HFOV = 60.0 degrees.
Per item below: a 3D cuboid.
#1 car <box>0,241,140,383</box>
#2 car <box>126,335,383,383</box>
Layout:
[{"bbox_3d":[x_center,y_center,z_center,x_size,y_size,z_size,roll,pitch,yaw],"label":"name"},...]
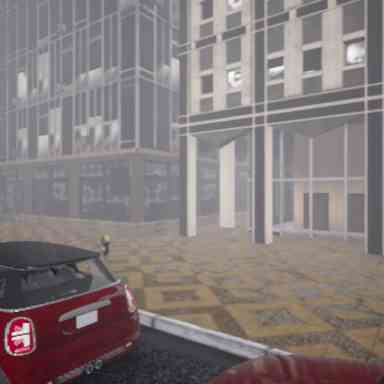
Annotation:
[{"bbox_3d":[-2.749,1.441,4.835,4.097,1.590,1.967,0,0,36],"label":"car"},{"bbox_3d":[1.848,1.582,1.555,4.206,1.307,1.802,0,0,36],"label":"car"}]
